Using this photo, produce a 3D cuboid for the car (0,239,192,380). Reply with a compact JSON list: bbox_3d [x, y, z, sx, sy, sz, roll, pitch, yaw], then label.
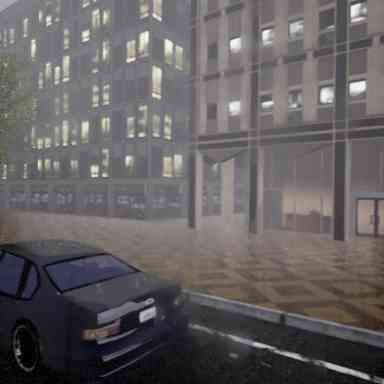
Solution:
[{"bbox_3d":[-2.578,1.531,5.512,5.357,1.411,2.033,0,0,36],"label":"car"}]
